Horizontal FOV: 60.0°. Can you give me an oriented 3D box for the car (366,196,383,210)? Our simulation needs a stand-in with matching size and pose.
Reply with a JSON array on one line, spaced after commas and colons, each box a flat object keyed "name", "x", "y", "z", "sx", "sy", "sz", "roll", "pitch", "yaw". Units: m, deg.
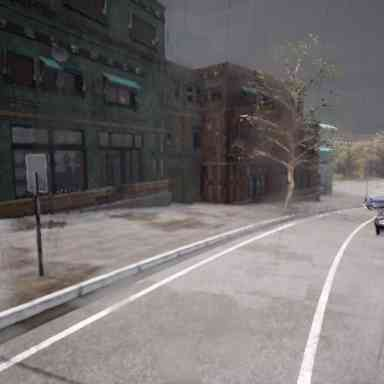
[{"name": "car", "x": 19.305, "y": 1.115, "z": 33.908, "sx": 1.812, "sy": 1.442, "sz": 4.674, "roll": 5, "pitch": 3, "yaw": 41}]

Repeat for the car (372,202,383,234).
[{"name": "car", "x": 10.317, "y": 1.408, "z": 16.566, "sx": 1.895, "sy": 1.301, "sz": 4.718, "roll": 3, "pitch": 2, "yaw": 33}]
